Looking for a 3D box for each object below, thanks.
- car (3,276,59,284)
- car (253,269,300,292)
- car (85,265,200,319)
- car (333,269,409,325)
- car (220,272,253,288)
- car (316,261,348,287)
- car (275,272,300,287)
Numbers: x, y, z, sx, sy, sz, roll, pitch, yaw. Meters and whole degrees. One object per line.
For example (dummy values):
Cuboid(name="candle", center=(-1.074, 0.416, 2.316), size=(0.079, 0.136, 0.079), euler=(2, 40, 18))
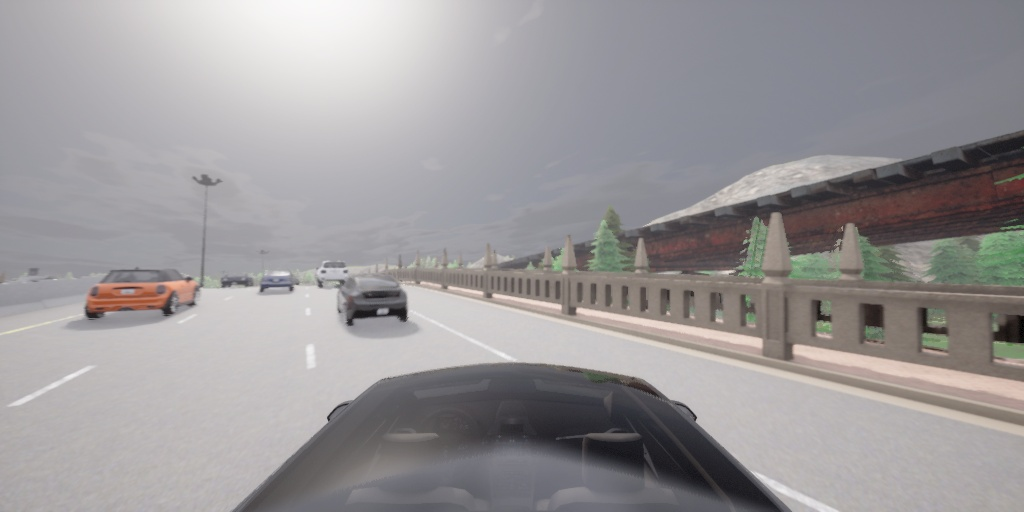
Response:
Cuboid(name="car", center=(-39.176, 2.357, 29.625), size=(1.882, 1.535, 5.008), euler=(1, -6, -29))
Cuboid(name="car", center=(-15.595, 1.587, 23.997), size=(2.033, 1.411, 5.357), euler=(1, -2, -30))
Cuboid(name="car", center=(-13.637, 1.210, 13.587), size=(2.097, 1.767, 4.553), euler=(1, -1, -30))
Cuboid(name="car", center=(-4.970, 1.388, 12.558), size=(1.837, 1.490, 4.892), euler=(1, -1, -30))
Cuboid(name="car", center=(-23.867, 2.116, 31.340), size=(1.895, 1.301, 4.718), euler=(1, -4, -30))
Cuboid(name="car", center=(-14.957, 1.476, 29.908), size=(2.150, 2.045, 5.566), euler=(1, -3, -30))
Cuboid(name="car", center=(-23.065, 2.481, 36.958), size=(1.994, 1.385, 4.181), euler=(1, -5, -30))
